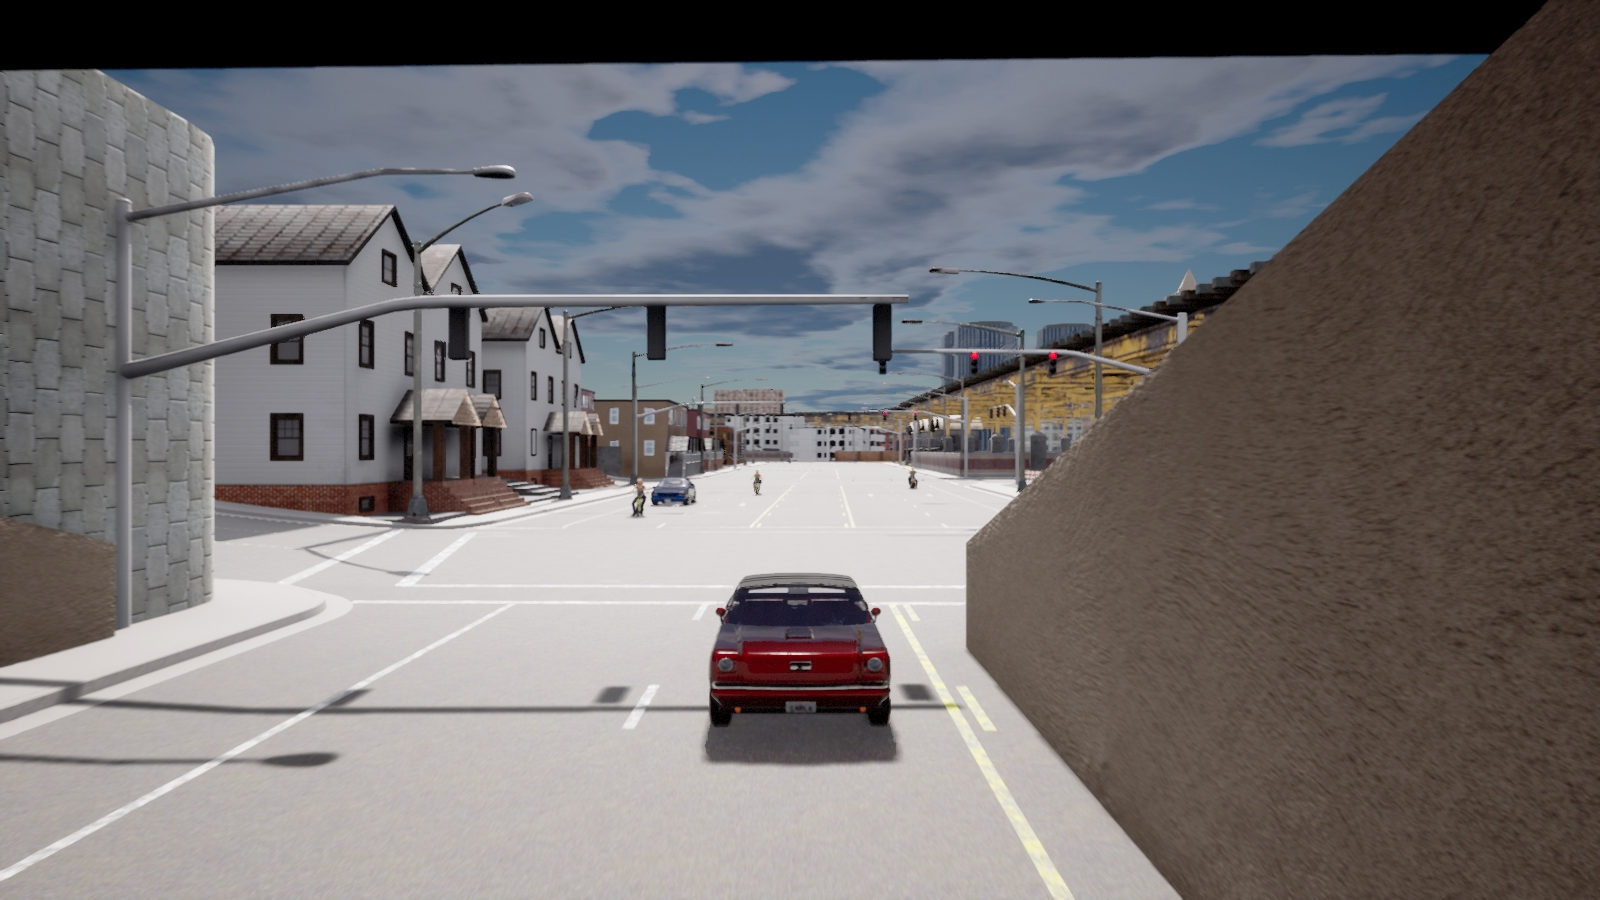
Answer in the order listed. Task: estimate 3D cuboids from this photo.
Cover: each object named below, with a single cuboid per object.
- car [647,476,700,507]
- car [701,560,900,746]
[{"bbox_3d":[-6.466,2.105,59.087,2.033,1.411,5.357,0,0,2],"label":"car"},{"bbox_3d":[-0.021,2.155,13.190,1.895,1.301,4.718,0,0,-1],"label":"car"}]
